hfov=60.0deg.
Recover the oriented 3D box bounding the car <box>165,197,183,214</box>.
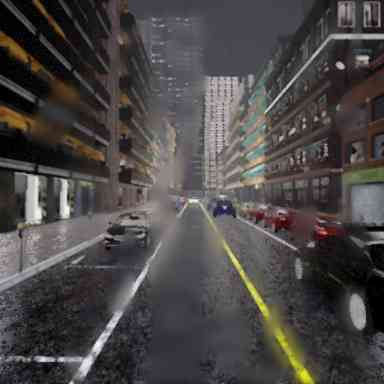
[{"bbox_3d":[-2.369,1.618,37.028,1.887,1.381,4.507,1,0,0],"label":"car"}]

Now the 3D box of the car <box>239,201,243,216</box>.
[{"bbox_3d":[5.481,1.624,31.475,1.752,1.417,4.829,1,0,0],"label":"car"}]

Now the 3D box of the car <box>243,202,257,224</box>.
[{"bbox_3d":[5.449,1.629,25.615,1.887,1.381,4.507,1,0,0],"label":"car"}]

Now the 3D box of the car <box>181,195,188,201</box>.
[{"bbox_3d":[-2.059,1.720,93.925,1.967,1.590,4.097,1,0,0],"label":"car"}]

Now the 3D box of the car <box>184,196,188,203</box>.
[{"bbox_3d":[-2.246,1.692,59.786,1.887,1.381,4.507,1,0,0],"label":"car"}]

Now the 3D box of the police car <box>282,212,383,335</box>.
[{"bbox_3d":[3.601,1.458,6.899,1.930,1.638,5.238,0,0,0],"label":"police car"}]

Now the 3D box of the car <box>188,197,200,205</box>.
[{"bbox_3d":[0.328,1.695,62.417,1.812,1.442,4.674,0,0,0],"label":"car"}]

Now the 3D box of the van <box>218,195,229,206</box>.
[{"bbox_3d":[5.637,1.528,59.753,1.690,1.788,3.998,1,0,0],"label":"van"}]

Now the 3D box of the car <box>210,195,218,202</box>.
[{"bbox_3d":[5.790,1.736,88.200,1.967,1.590,4.097,1,0,0],"label":"car"}]

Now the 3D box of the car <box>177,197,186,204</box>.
[{"bbox_3d":[-2.184,1.732,71.165,1.887,1.381,4.507,1,0,0],"label":"car"}]

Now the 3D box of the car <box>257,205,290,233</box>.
[{"bbox_3d":[5.418,1.616,19.926,1.887,1.381,4.507,1,0,0],"label":"car"}]

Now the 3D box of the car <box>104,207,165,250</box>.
[{"bbox_3d":[-2.493,1.569,14.268,2.008,1.369,4.403,1,0,0],"label":"car"}]

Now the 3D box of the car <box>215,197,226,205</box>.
[{"bbox_3d":[5.667,1.733,65.612,1.752,1.417,4.829,1,0,0],"label":"car"}]

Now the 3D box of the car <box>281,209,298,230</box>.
[{"bbox_3d":[5.387,1.640,14.236,1.802,1.307,4.206,1,0,0],"label":"car"}]

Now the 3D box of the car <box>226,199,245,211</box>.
[{"bbox_3d":[5.543,1.657,42.853,1.752,1.417,4.829,1,0,0],"label":"car"}]

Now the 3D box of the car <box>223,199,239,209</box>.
[{"bbox_3d":[5.572,1.730,48.372,1.802,1.307,4.206,1,0,0],"label":"car"}]

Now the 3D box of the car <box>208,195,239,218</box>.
[{"bbox_3d":[2.960,1.439,31.772,2.097,1.767,4.553,0,0,1],"label":"car"}]

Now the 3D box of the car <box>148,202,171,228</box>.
[{"bbox_3d":[-2.462,1.556,19.788,1.752,1.417,4.829,1,0,0],"label":"car"}]

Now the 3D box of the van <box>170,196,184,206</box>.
[{"bbox_3d":[-2.335,1.432,42.717,1.690,1.788,3.998,1,0,0],"label":"van"}]
